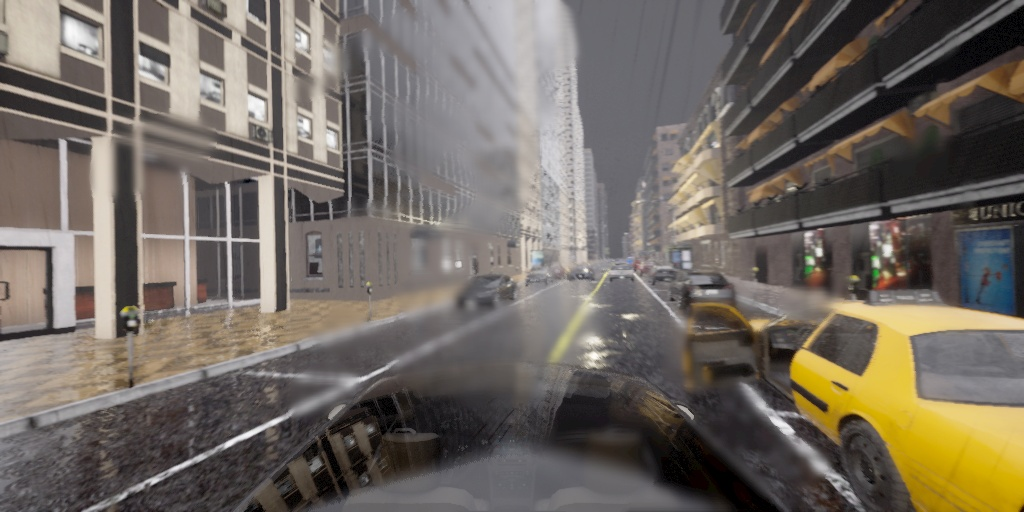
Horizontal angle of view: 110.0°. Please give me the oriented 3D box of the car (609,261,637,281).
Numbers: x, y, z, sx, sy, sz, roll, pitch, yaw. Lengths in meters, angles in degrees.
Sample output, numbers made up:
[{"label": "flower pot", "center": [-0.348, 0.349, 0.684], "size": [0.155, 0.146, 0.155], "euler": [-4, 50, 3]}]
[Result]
[{"label": "car", "center": [9.031, 1.356, 29.612], "size": [1.895, 1.301, 4.718], "euler": [-2, -1, 17]}]

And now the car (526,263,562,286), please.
[{"label": "car", "center": [2.216, 1.482, 26.753], "size": [2.007, 1.370, 4.403], "euler": [0, 0, 16]}]

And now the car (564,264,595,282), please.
[{"label": "car", "center": [5.953, 1.419, 30.341], "size": [1.994, 1.385, 4.181], "euler": [-2, -1, 16]}]

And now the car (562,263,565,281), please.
[{"label": "car", "center": [3.800, 1.379, 32.175], "size": [1.967, 1.591, 4.097], "euler": [0, 0, 16]}]

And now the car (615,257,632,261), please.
[{"label": "car", "center": [13.687, 1.272, 45.610], "size": [2.128, 1.511, 4.902], "euler": [-2, 0, 17]}]

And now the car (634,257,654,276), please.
[{"label": "car", "center": [13.425, 1.120, 35.246], "size": [1.967, 1.591, 4.097], "euler": [0, 0, 16]}]

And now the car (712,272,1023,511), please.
[{"label": "car", "center": [3.819, 1.109, 3.685], "size": [1.801, 1.575, 5.366], "euler": [-2, -1, 16]}]

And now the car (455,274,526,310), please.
[{"label": "car", "center": [-0.955, 1.485, 15.910], "size": [1.948, 1.339, 4.313], "euler": [0, 0, 16]}]

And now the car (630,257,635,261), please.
[{"label": "car", "center": [16.595, 1.011, 46.090], "size": [2.192, 1.841, 5.009], "euler": [0, 0, 16]}]

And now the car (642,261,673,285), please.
[{"label": "car", "center": [10.255, 1.215, 24.404], "size": [2.007, 1.370, 4.403], "euler": [0, 0, 16]}]

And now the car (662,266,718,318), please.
[{"label": "car", "center": [7.086, 1.217, 13.560], "size": [1.948, 1.339, 4.313], "euler": [0, 0, 16]}]
